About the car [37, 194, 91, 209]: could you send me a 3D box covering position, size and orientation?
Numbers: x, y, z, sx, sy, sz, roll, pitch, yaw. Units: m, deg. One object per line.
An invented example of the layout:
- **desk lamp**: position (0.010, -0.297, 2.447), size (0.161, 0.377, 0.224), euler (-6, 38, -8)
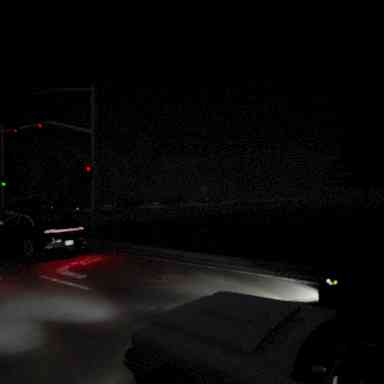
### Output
- **car**: position (-14.821, 1.251, 39.339), size (2.150, 2.045, 5.566), euler (0, 0, 35)

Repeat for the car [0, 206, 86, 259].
- **car**: position (-6.076, 1.503, 12.829), size (4.902, 1.511, 2.128), euler (0, 0, 38)

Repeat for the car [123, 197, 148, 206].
- **car**: position (-9.881, 1.599, 58.663), size (1.994, 1.385, 4.181), euler (0, 0, 35)

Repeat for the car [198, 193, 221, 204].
- **car**: position (3.513, 1.252, 65.494), size (2.150, 2.045, 5.566), euler (0, 0, 36)

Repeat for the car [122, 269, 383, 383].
- **car**: position (1.626, 1.601, 2.832), size (4.718, 1.301, 1.895), euler (0, 0, 35)

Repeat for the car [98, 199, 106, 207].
- **car**: position (-15.584, 1.583, 50.502), size (2.033, 1.411, 5.357), euler (0, 0, 35)

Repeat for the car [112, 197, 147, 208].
- **car**: position (-9.152, 1.521, 47.489), size (2.128, 1.511, 4.902), euler (0, 0, 35)

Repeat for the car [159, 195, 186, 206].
- **car**: position (-3.453, 1.381, 55.660), size (2.097, 1.767, 4.553), euler (0, 0, 35)

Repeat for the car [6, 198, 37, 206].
- **car**: position (-21.145, 1.540, 42.506), size (1.837, 1.490, 4.892), euler (0, 0, 35)

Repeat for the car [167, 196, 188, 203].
- **car**: position (-2.979, 1.560, 68.419), size (1.812, 1.442, 4.674), euler (0, 0, 35)

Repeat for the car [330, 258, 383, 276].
- **car**: position (4.227, 1.564, 5.276), size (4.181, 1.385, 1.994), euler (0, 0, 35)
